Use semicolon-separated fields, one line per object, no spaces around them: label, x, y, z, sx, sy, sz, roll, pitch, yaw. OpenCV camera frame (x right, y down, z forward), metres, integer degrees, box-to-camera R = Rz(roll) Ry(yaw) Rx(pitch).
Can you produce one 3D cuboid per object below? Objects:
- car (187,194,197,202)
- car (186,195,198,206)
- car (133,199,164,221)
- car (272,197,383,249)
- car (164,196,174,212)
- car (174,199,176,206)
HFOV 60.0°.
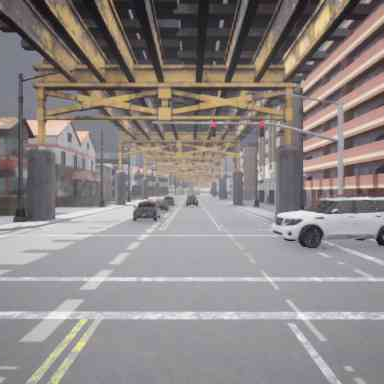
car;-0.016;1.296;69.999;1.882;1.535;5.008;0;1;0
car;0.020;1.554;54.422;1.895;1.301;4.718;0;0;0
car;-3.637;1.504;27.337;1.837;1.490;4.892;0;0;0
car;6.307;1.222;14.243;5.566;2.045;2.150;0;0;-6
car;-3.655;1.543;39.332;2.033;1.411;5.357;0;0;0
car;-3.654;1.469;52.291;1.837;1.490;4.892;0;0;0
